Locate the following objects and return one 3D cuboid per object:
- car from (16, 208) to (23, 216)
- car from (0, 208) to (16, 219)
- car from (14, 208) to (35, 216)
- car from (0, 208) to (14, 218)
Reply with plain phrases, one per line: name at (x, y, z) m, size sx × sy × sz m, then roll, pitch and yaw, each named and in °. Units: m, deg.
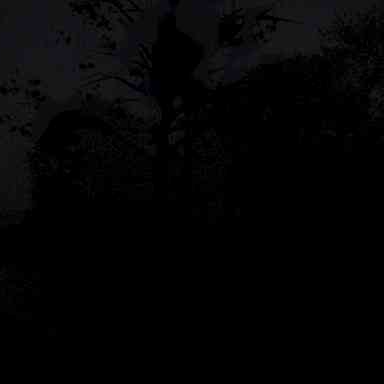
car at (-26.659, 3.278, 52.633) m, size 1.812 × 1.442 × 4.674 m, roll 0°, pitch -3°, yaw -7°
car at (-25.531, 2.829, 43.601) m, size 2.033 × 1.411 × 5.357 m, roll 0°, pitch -3°, yaw -7°
car at (-31.467, 3.761, 62.555) m, size 1.882 × 1.535 × 5.008 m, roll 0°, pitch -3°, yaw -7°
car at (-30.171, 3.234, 52.501) m, size 1.882 × 1.535 × 5.008 m, roll 0°, pitch -3°, yaw -7°
